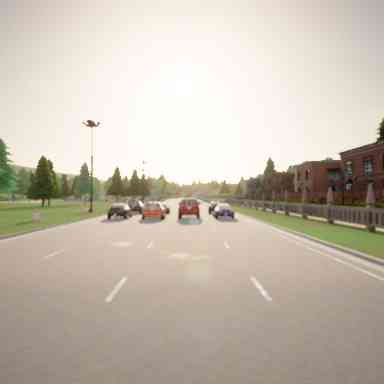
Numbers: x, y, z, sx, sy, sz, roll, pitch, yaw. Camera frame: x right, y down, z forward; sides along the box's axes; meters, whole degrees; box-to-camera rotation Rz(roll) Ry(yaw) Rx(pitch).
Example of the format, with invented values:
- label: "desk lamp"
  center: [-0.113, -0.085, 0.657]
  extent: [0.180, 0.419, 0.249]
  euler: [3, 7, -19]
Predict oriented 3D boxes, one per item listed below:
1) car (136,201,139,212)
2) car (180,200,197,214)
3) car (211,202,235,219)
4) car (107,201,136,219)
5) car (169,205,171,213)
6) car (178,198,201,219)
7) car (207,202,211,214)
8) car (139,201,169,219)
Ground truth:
- label: "car"
  center: [-7.431, 1.933, 44.313]
  extent: [2.097, 1.767, 4.553]
  euler: [0, -1, 0]
- label: "car"
  center: [-0.433, 1.935, 44.816]
  extent: [2.097, 1.767, 4.553]
  euler: [0, -1, 0]
- label: "car"
  center: [3.217, 1.964, 33.798]
  extent: [1.812, 1.442, 4.674]
  euler: [0, -1, 0]
- label: "car"
  center: [-7.286, 1.951, 33.897]
  extent: [1.837, 1.490, 4.892]
  euler: [0, -1, 0]
- label: "car"
  center: [-3.932, 2.141, 44.110]
  extent: [1.994, 1.385, 4.181]
  euler: [0, -1, 0]
- label: "car"
  center: [-0.289, 1.666, 34.094]
  extent: [2.150, 2.045, 5.566]
  euler: [0, -1, 0]
- label: "car"
  center: [3.069, 2.077, 44.012]
  extent: [1.837, 1.490, 4.892]
  euler: [0, -1, 0]
- label: "car"
  center: [-3.784, 1.795, 33.766]
  extent: [2.097, 1.767, 4.553]
  euler: [0, -1, 0]
